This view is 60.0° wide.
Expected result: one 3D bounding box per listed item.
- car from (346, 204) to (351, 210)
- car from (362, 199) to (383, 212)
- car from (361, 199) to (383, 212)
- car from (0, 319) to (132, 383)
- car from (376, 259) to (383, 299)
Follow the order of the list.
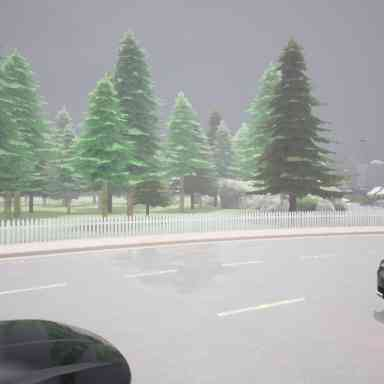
[{"bbox_3d":[19.290,1.277,45.247,2.150,2.045,5.566,0,0,-4],"label":"car"},{"bbox_3d":[19.859,1.619,36.075,1.994,1.385,4.181,0,0,-3],"label":"car"},{"bbox_3d":[23.056,1.581,41.129,1.812,1.442,4.674,0,0,-4],"label":"car"},{"bbox_3d":[-2.700,1.478,1.637,5.008,1.535,1.882,0,0,-36],"label":"car"},{"bbox_3d":[5.653,1.492,6.125,4.902,1.511,2.128,0,0,-23],"label":"car"}]
